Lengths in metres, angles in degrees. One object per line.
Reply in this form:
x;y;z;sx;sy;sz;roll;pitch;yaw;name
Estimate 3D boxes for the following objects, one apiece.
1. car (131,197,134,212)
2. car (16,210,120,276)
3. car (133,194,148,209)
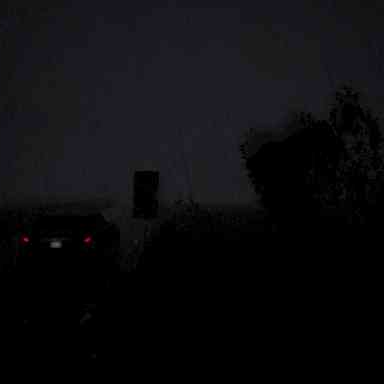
-6.399;1.688;40.326;2.033;1.411;5.357;1;0;-7;car
-3.588;1.351;10.492;2.097;1.767;4.553;1;0;-4;car
-7.821;1.415;50.647;2.150;2.045;5.566;1;0;-9;car
